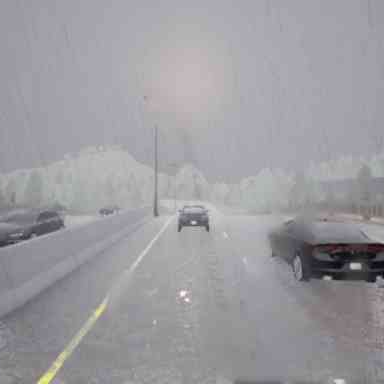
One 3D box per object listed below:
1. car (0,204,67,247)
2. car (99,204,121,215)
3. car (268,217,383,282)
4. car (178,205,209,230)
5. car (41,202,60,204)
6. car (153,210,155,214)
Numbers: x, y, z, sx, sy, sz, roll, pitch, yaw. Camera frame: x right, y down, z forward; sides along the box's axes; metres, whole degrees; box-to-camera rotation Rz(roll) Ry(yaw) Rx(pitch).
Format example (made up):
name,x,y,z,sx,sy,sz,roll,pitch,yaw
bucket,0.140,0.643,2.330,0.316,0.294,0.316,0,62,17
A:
name,x,y,z,sx,sy,sz,roll,pitch,yaw
car,-7.104,1.496,14.449,1.837,1.490,4.892,0,0,0
car,-10.588,2.321,43.495,2.033,1.411,5.357,0,-4,0
car,3.596,1.472,9.780,1.882,1.535,5.008,0,0,0
car,0.094,1.514,20.637,1.812,1.442,4.674,0,0,0
car,-14.105,1.718,32.961,2.033,1.411,5.357,0,-2,0
car,-7.062,3.539,55.613,1.895,1.301,4.718,0,-6,1
